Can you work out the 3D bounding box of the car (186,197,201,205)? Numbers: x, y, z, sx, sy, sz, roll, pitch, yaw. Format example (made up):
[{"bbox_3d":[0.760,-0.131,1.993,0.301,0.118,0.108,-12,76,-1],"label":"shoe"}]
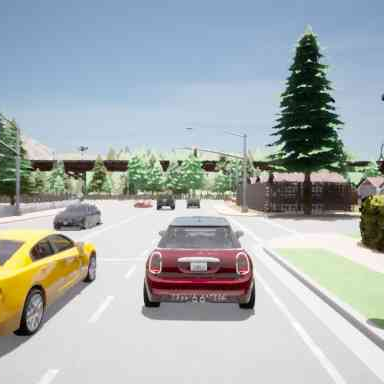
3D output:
[{"bbox_3d":[0.208,1.505,47.102,1.837,1.490,4.892,0,0,1],"label":"car"}]

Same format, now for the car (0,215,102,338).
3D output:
[{"bbox_3d":[-3.406,1.478,6.693,1.882,1.535,5.008,0,0,0],"label":"car"}]

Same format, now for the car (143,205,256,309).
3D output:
[{"bbox_3d":[0.210,1.352,8.066,2.097,1.767,4.553,0,0,2],"label":"car"}]

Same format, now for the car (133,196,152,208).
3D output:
[{"bbox_3d":[-6.939,1.351,47.203,2.097,1.767,4.553,0,0,1],"label":"car"}]

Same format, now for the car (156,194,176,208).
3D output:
[{"bbox_3d":[-3.315,1.222,43.031,2.150,2.045,5.566,0,0,0],"label":"car"}]

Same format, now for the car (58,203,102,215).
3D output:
[{"bbox_3d":[-7.060,1.505,20.944,1.837,1.490,4.892,0,0,0],"label":"car"}]
